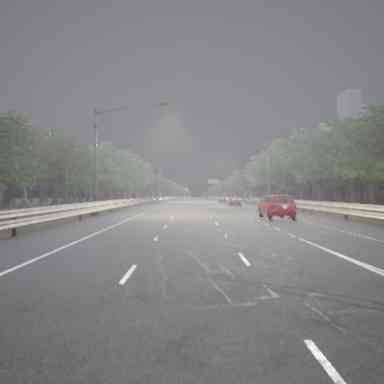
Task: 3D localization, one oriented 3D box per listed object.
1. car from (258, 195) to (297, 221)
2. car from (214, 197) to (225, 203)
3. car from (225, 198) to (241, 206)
[{"bbox_3d":[7.009,1.257,27.694,2.150,2.045,5.566,0,0,0],"label":"car"},{"bbox_3d":[7.211,1.933,79.820,2.128,1.511,4.902,0,-1,0],"label":"car"},{"bbox_3d":[7.082,1.678,56.154,1.812,1.442,4.674,0,0,0],"label":"car"}]
